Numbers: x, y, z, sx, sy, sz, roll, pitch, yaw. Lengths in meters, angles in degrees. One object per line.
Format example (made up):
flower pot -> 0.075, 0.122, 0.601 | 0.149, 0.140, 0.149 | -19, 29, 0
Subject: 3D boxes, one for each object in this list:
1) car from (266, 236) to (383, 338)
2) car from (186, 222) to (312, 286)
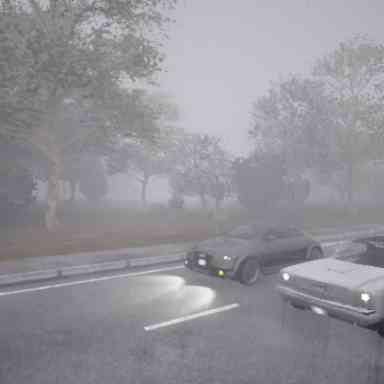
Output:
car -> 3.874, 1.629, 6.682 | 4.718, 1.301, 1.895 | 0, 0, -35
car -> 1.887, 1.591, 9.565 | 4.181, 1.385, 1.994 | 0, 0, -35
